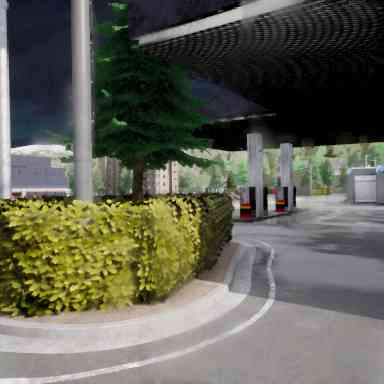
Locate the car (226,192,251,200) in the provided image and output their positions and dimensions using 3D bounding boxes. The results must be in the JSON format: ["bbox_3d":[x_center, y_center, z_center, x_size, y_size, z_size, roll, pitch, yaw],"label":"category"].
[{"bbox_3d":[9.250,0.812,66.484,4.514,1.523,2.007,-1,1,35],"label":"car"}]

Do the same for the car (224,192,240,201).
[{"bbox_3d":[7.477,0.851,63.896,5.027,1.636,2.152,-1,1,35],"label":"car"}]

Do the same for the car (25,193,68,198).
[{"bbox_3d":[-14.743,1.183,33.582,3.866,1.878,1.905,-1,1,35],"label":"car"}]

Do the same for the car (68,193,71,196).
[{"bbox_3d":[-24.200,1.124,63.874,3.866,1.878,1.905,-1,1,35],"label":"car"}]
